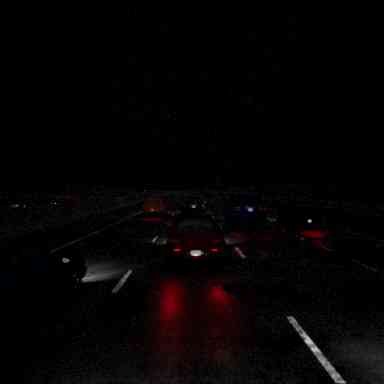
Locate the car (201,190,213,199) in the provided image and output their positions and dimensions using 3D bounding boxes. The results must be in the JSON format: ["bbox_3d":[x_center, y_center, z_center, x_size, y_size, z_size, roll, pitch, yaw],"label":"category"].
[{"bbox_3d":[3.561,0.812,72.837,1.837,1.490,4.892,0,1,0],"label":"car"}]

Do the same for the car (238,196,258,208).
[{"bbox_3d":[7.128,1.246,42.924,1.812,1.442,4.674,0,1,0],"label":"car"}]

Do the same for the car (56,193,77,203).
[{"bbox_3d":[-20.992,0.909,55.706,2.097,1.767,4.553,0,1,1],"label":"car"}]

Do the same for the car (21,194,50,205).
[{"bbox_3d":[-24.502,1.147,52.312,2.033,1.411,5.357,0,1,1],"label":"car"}]

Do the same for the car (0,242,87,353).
[{"bbox_3d":[-3.397,1.544,5.449,2.033,1.411,5.357,0,0,0],"label":"car"}]

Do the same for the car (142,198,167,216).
[{"bbox_3d":[-3.375,1.325,30.650,1.882,1.535,5.008,0,1,0],"label":"car"}]

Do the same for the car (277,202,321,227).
[{"bbox_3d":[7.033,1.433,22.190,1.837,1.490,4.892,0,1,1],"label":"car"}]

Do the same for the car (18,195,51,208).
[{"bbox_3d":[-17.560,1.280,37.287,1.837,1.490,4.892,0,1,0],"label":"car"}]

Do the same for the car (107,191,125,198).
[{"bbox_3d":[-13.970,1.045,60.155,2.033,1.411,5.357,0,1,1],"label":"car"}]

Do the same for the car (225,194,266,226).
[{"bbox_3d":[3.518,1.144,22.684,2.150,2.045,5.566,0,0,0],"label":"car"}]

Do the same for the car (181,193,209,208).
[{"bbox_3d":[0.123,1.216,29.040,2.097,1.767,4.553,0,1,0],"label":"car"}]

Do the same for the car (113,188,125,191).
[{"bbox_3d":[-17.433,0.151,79.481,2.150,2.045,5.566,0,1,0],"label":"car"}]

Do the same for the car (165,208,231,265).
[{"bbox_3d":[0.109,1.507,11.491,1.812,1.442,4.674,0,0,0],"label":"car"}]
